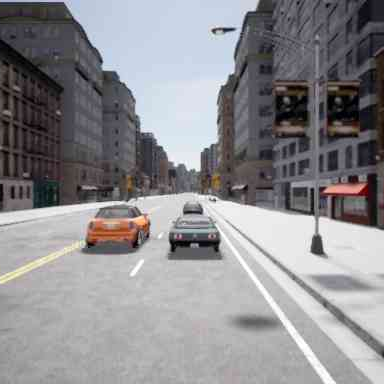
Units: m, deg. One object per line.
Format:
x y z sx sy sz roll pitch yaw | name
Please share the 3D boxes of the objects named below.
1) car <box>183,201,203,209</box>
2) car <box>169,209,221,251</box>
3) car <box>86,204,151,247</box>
0.107 1.582 33.275 1.994 1.385 4.181 0 0 0 | car
0.104 1.608 14.033 1.895 1.301 4.718 0 0 0 | car
-3.145 1.360 15.080 2.097 1.767 4.553 0 0 0 | car
